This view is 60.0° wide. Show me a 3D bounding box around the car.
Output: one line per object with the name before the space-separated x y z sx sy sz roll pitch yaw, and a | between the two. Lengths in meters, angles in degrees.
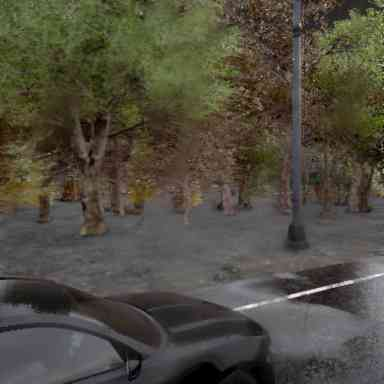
car | -1.485 1.478 2.610 5.008 1.535 1.882 0 0 -35
